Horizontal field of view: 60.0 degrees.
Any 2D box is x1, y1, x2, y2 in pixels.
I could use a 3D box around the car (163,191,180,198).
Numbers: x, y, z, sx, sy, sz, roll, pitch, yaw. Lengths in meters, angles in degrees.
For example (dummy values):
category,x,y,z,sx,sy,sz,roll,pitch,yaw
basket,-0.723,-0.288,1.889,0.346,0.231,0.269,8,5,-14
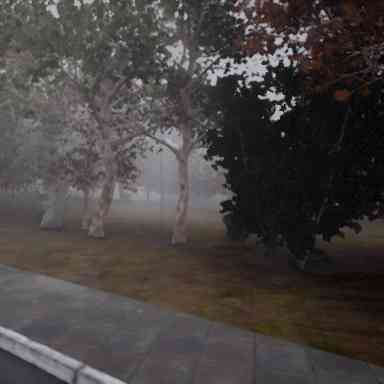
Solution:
category,x,y,z,sx,sy,sz,roll,pitch,yaw
car,-5.769,0.604,94.867,2.435,2.045,5.566,7,2,40
